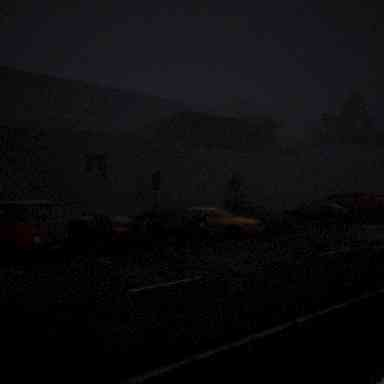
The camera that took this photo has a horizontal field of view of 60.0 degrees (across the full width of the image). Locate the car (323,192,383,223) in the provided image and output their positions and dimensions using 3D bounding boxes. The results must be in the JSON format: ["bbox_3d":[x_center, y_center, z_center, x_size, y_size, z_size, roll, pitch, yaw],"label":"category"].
[{"bbox_3d":[10.674,1.100,24.250,5.566,2.045,2.435,-1,0,35],"label":"car"}]

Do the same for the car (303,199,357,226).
[{"bbox_3d":[8.276,1.423,22.501,4.674,1.452,2.002,-1,0,35],"label":"car"}]

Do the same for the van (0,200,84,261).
[{"bbox_3d":[-6.210,1.266,12.056,4.442,1.987,1.878,-1,-1,35],"label":"van"}]

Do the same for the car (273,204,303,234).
[{"bbox_3d":[3.438,1.468,19.025,4.792,1.488,2.163,-1,-1,35],"label":"car"}]

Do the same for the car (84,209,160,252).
[{"bbox_3d":[-3.879,1.525,13.839,4.674,1.452,2.002,-1,0,35],"label":"car"}]

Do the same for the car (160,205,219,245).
[{"bbox_3d":[-1.477,1.507,15.589,4.792,1.488,2.163,-1,0,35],"label":"car"}]

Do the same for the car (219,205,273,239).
[{"bbox_3d":[1.138,1.453,17.209,5.366,1.575,1.946,-1,-1,35],"label":"car"}]
